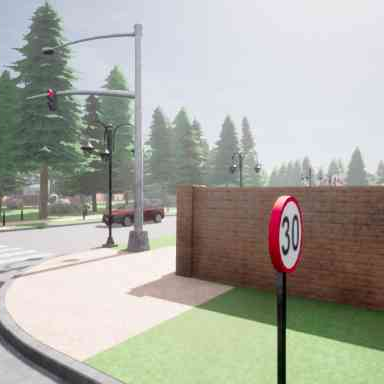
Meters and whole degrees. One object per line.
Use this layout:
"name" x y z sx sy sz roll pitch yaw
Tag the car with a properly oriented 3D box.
"car" -3.973 1.464 23.129 1.882 1.535 5.008 0 0 35
